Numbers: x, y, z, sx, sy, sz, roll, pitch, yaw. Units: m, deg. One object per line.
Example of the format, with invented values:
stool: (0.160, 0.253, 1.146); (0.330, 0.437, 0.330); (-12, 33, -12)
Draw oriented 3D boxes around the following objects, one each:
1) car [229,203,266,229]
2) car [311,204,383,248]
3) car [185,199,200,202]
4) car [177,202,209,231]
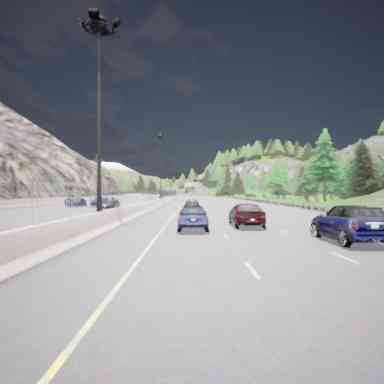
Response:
car: (3.560, 1.490, 22.010); (1.882, 1.535, 5.008); (0, 0, 0)
car: (7.071, 1.358, 14.986); (2.097, 1.767, 4.553); (0, 0, 0)
car: (0.021, 1.592, 42.590); (1.994, 1.385, 4.181); (0, 0, 0)
car: (0.064, 1.561, 20.492); (2.033, 1.411, 5.357); (0, 0, 0)
